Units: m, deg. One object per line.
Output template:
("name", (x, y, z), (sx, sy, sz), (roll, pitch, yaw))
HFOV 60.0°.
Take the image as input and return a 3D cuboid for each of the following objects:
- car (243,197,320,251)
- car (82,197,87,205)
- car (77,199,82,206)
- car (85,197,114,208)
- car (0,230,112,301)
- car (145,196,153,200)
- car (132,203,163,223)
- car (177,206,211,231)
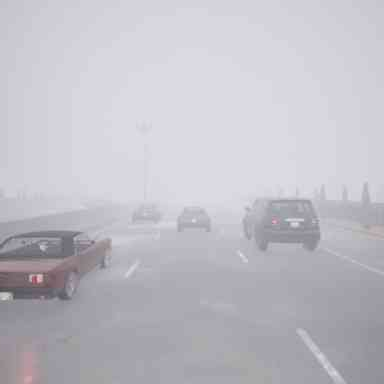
("car", (3.607, 1.223, 14.320), (2.150, 2.045, 5.566), (0, 0, 0))
("car", (-14.040, 1.533, 48.683), (1.812, 1.442, 4.674), (0, 0, 0))
("car", (-17.507, 1.565, 55.984), (2.033, 1.411, 5.357), (0, 0, 1))
("car", (-10.570, 1.550, 39.537), (2.033, 1.411, 5.357), (0, 0, 0))
("car", (-3.396, 1.601, 8.258), (1.895, 1.301, 4.718), (0, 0, 0))
("car", (-10.459, 1.658, 79.961), (1.895, 1.301, 4.718), (0, 0, 0))
("car", (-3.387, 1.565, 25.837), (1.994, 1.385, 4.181), (0, 0, 0))
("car", (0.110, 1.565, 20.647), (1.994, 1.385, 4.181), (0, 0, 0))
